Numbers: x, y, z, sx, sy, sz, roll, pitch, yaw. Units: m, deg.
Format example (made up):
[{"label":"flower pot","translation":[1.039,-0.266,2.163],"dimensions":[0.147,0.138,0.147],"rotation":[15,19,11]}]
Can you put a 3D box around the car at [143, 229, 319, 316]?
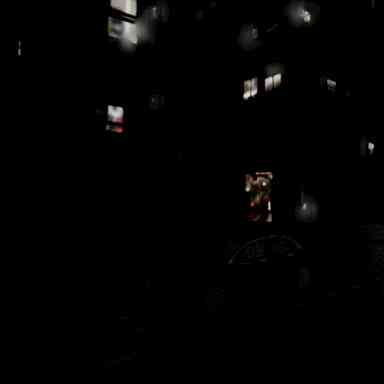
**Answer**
[{"label":"car","translation":[1.045,1.552,7.438],"dimensions":[4.403,1.369,2.008],"rotation":[0,1,-35]}]
